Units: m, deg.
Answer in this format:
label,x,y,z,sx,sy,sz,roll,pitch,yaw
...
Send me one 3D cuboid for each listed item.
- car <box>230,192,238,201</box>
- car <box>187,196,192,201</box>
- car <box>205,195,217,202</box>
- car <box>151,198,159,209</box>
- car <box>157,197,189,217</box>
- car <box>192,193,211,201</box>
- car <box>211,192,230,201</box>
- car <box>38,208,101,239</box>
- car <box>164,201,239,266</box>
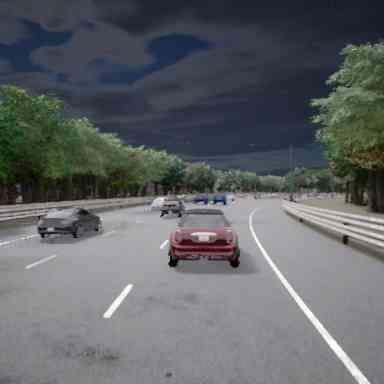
label,x,y,z,sx,sy,sz,roll,pitch,yaw
car,9.681,1.130,84.783,2.150,2.045,5.566,0,0,12
car,-0.318,1.510,69.512,1.994,1.385,4.181,0,0,10
car,4.388,1.454,76.193,2.128,1.511,4.902,0,0,11
car,-4.013,1.522,43.740,1.812,1.442,4.674,0,0,7
car,-1.703,1.518,31.348,1.837,1.490,4.892,0,-1,5
car,1.896,1.185,61.224,2.150,2.045,5.566,0,0,9
car,5.119,1.194,59.740,2.150,2.045,5.566,0,0,9
car,-6.248,1.534,17.358,1.812,1.442,4.674,0,0,3
car,0.432,1.359,11.725,2.097,1.767,4.553,0,0,2
